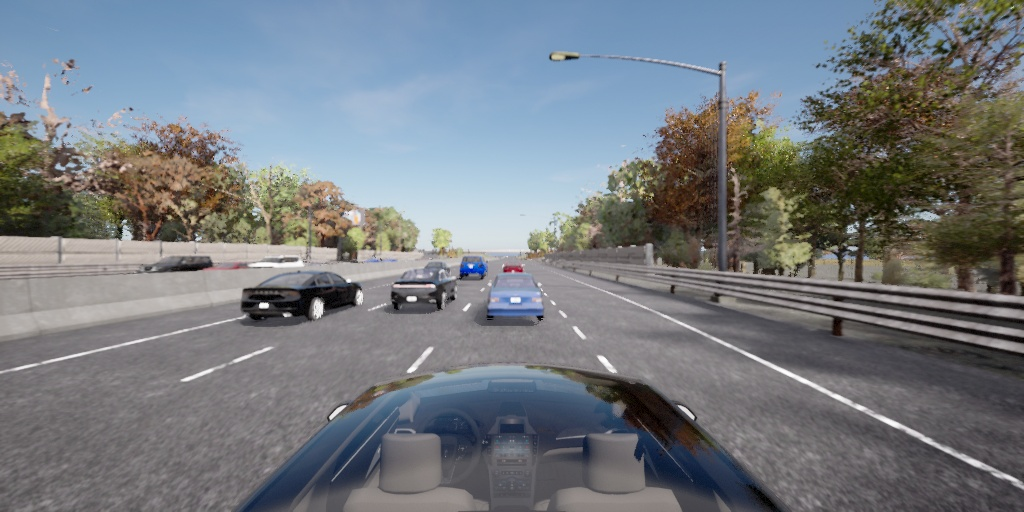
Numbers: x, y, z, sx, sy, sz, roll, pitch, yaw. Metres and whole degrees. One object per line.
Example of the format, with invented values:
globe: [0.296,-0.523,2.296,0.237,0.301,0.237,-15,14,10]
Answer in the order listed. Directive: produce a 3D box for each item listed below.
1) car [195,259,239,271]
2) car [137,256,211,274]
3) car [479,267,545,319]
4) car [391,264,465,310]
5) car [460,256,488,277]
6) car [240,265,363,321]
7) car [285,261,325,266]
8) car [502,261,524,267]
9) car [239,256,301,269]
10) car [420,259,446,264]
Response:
car: [-24.595,1.235,31.623,1.882,1.535,5.008,0,0,0]
car: [-28.094,0.977,30.327,2.150,2.045,5.566,0,0,0]
car: [0.100,1.297,12.700,2.033,1.411,5.357,0,0,0]
car: [-3.401,1.241,14.595,2.128,1.511,4.902,0,0,0]
car: [-3.403,0.980,32.483,2.150,2.045,5.566,0,0,0]
car: [-6.901,1.227,12.451,1.882,1.535,5.008,0,0,0]
car: [-17.596,1.322,31.779,1.994,1.385,4.181,0,0,0]
car: [0.099,1.239,34.911,1.882,1.535,5.008,0,0,0]
car: [-21.097,0.979,32.212,2.150,2.045,5.566,0,0,0]
car: [-6.902,1.264,33.393,1.837,1.490,4.892,0,0,0]
